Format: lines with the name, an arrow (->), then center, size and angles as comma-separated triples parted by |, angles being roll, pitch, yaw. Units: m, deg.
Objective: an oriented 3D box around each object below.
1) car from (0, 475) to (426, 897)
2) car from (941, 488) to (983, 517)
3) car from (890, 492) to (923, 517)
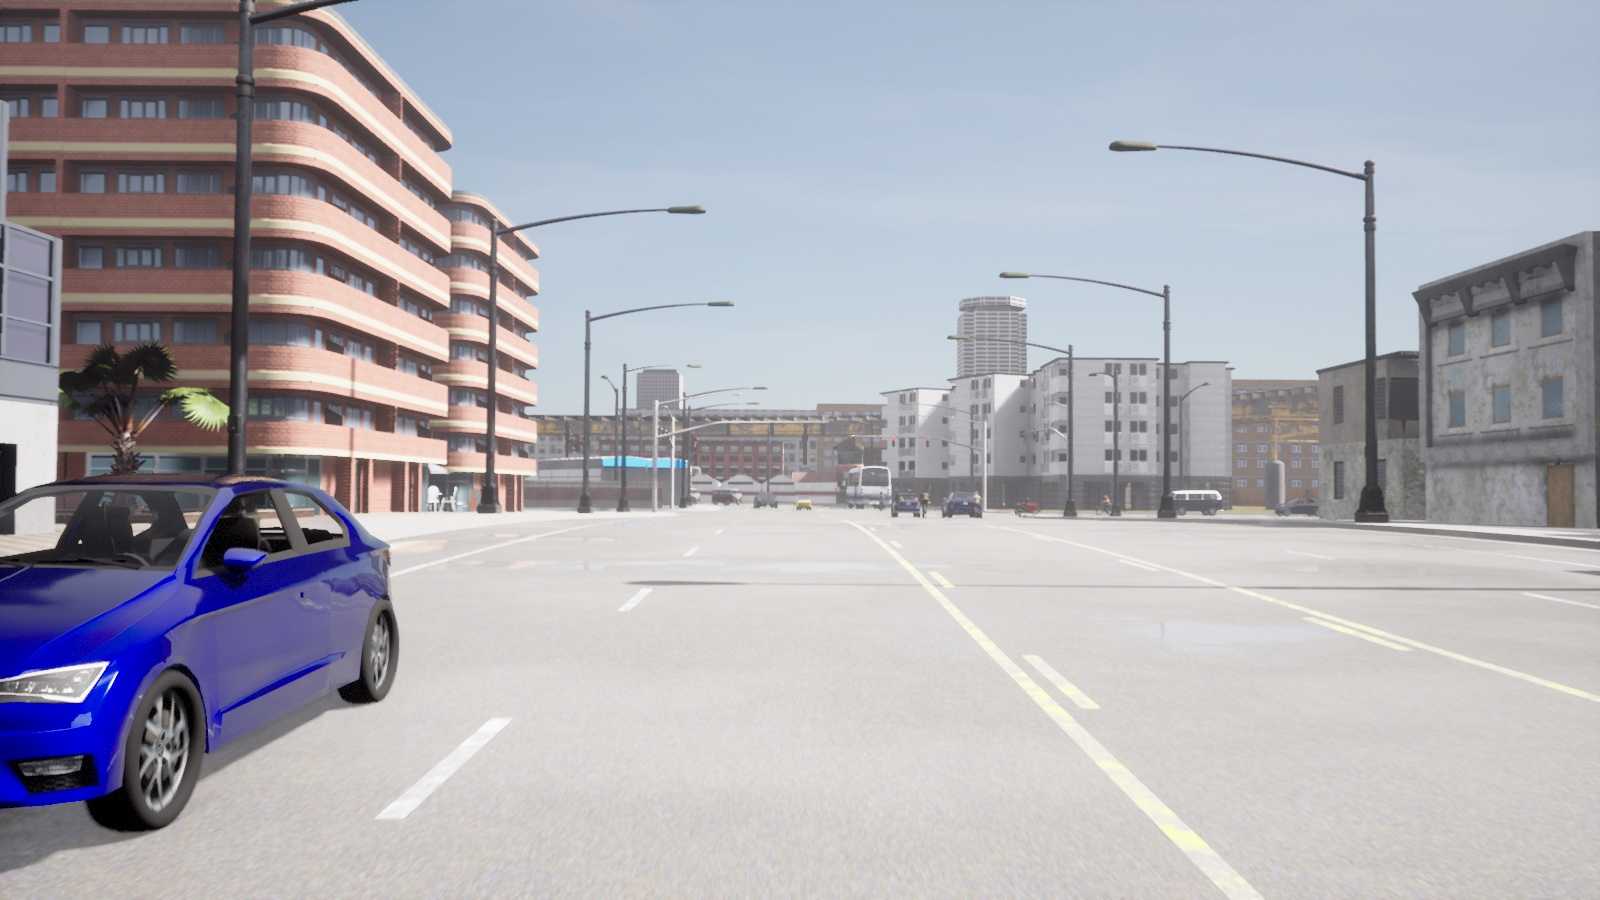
car -> -3.514, 0.897, 6.657 | 1.816, 1.474, 4.193 | 0, 0, 0
car -> 10.311, 3.358, 80.361 | 2.097, 1.767, 4.553 | 0, -3, 0
car -> 6.809, 3.491, 80.698 | 1.789, 1.549, 3.705 | 0, -3, 0
